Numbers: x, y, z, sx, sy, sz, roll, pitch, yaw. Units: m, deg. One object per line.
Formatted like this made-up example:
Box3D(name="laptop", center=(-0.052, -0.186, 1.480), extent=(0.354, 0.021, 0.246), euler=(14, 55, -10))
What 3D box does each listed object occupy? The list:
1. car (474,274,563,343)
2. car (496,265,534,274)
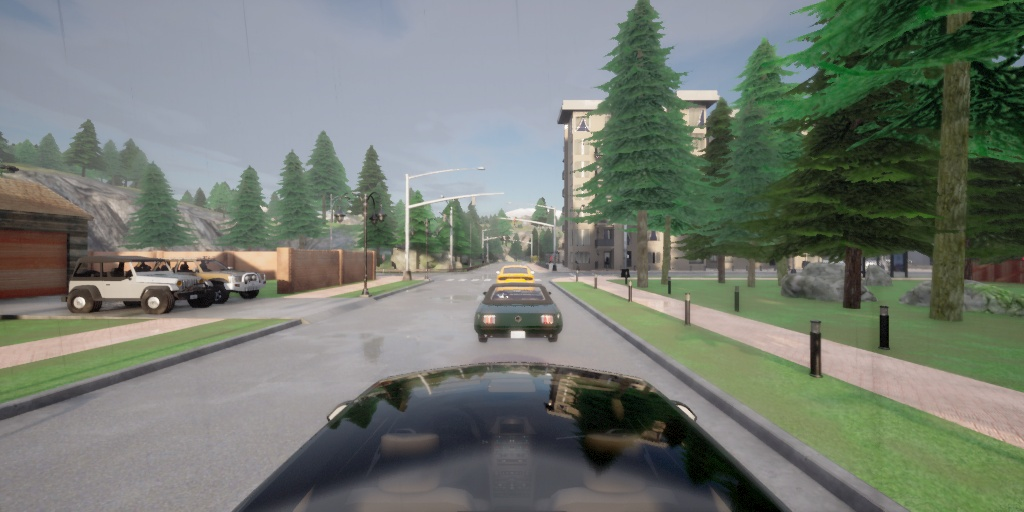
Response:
Box3D(name="car", center=(0.146, 1.351, 9.683), extent=(1.895, 1.301, 4.718), euler=(0, 0, 0))
Box3D(name="car", center=(0.175, 1.228, 19.022), extent=(1.882, 1.535, 5.008), euler=(0, 0, 0))
